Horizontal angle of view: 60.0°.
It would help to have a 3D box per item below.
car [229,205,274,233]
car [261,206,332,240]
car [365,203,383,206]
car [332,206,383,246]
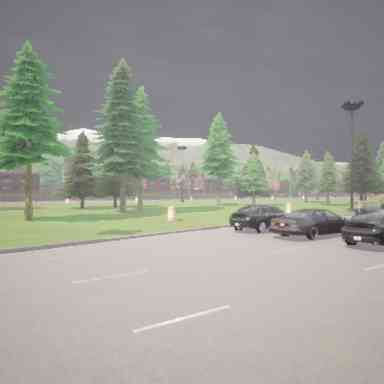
[{"bbox_3d":[4.312,1.515,19.614,4.892,1.490,1.837,0,0,-40],"label":"car"},{"bbox_3d":[6.236,1.562,16.916,5.357,1.411,2.033,0,0,-35],"label":"car"},{"bbox_3d":[16.242,1.615,28.770,4.718,1.301,1.895,0,0,-35],"label":"car"},{"bbox_3d":[8.269,1.515,14.066,4.892,1.490,1.837,0,0,-35],"label":"car"}]
